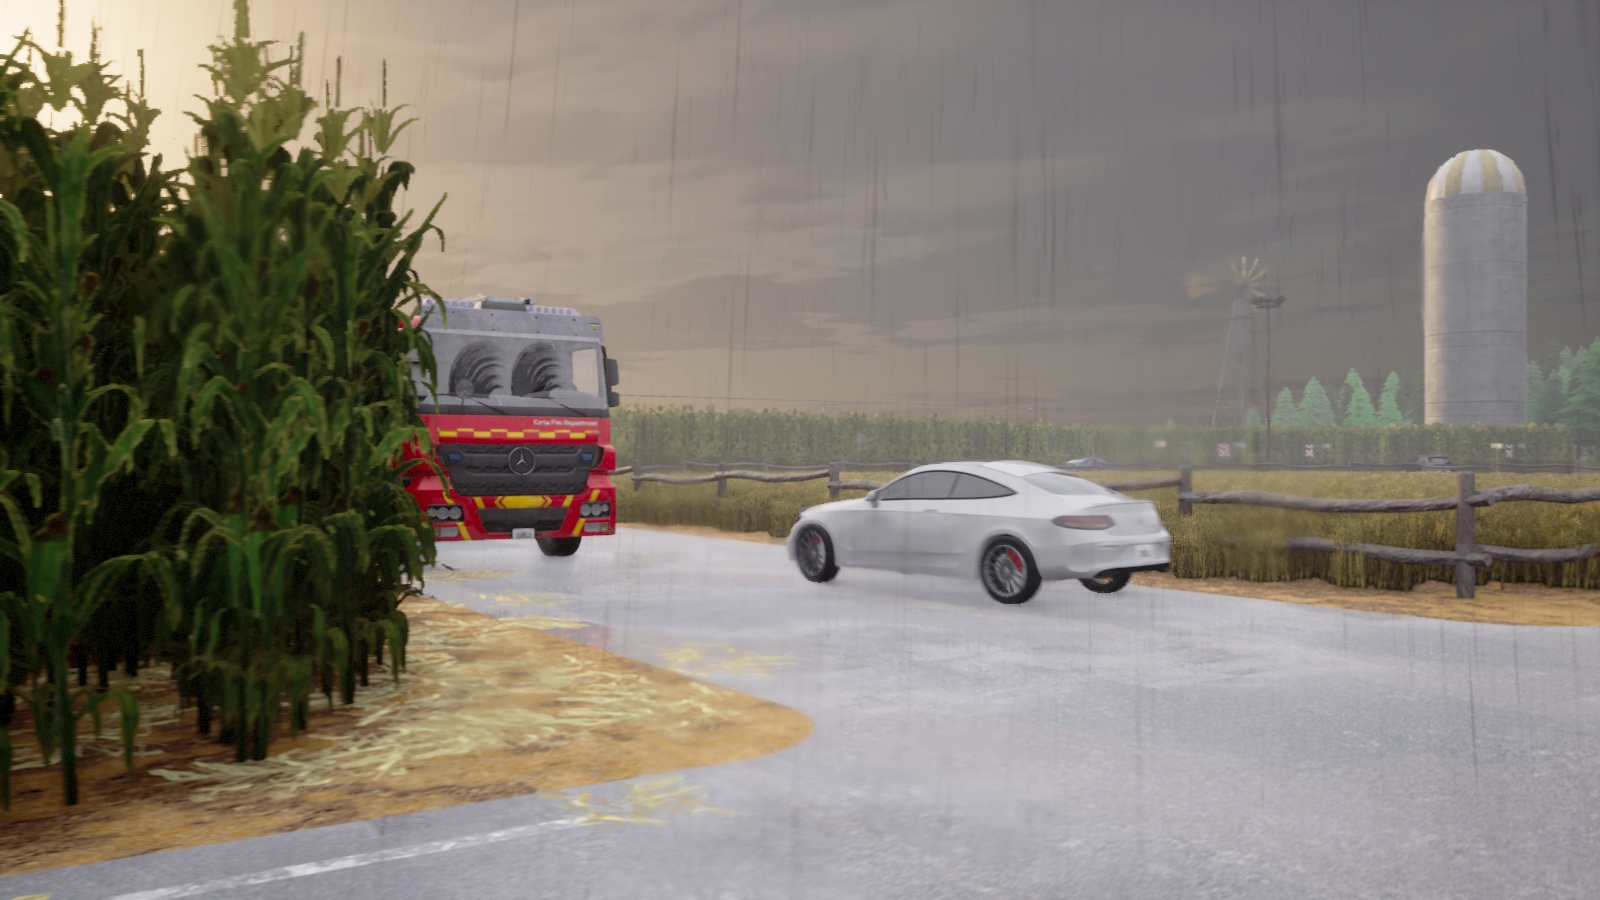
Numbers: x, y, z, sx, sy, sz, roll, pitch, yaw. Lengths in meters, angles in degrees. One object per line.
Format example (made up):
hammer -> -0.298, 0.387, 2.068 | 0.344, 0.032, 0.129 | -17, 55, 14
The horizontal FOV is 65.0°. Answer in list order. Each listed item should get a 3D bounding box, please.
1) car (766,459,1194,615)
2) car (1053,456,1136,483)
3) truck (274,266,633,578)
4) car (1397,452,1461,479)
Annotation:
car -> 1.825, 0.830, 14.082 | 1.812, 1.442, 4.674 | 0, 0, -42
car -> 16.448, 1.049, 70.015 | 4.674, 1.442, 1.812 | 0, 0, -34
truck -> -5.820, -0.325, 19.689 | 2.891, 3.827, 8.468 | 0, 0, -34
car -> 39.993, 0.962, 79.958 | 2.033, 1.649, 4.856 | 0, 0, 6
